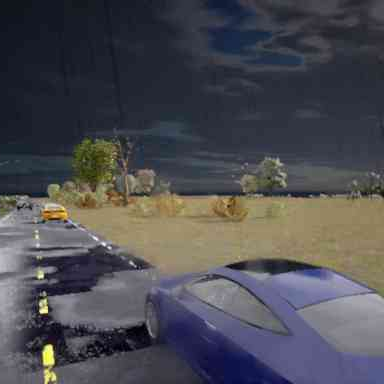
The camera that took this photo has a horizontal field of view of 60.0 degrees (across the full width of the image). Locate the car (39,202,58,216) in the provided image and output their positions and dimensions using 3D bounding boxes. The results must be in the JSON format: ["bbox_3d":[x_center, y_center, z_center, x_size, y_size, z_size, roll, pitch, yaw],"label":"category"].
[{"bbox_3d":[-17.251,1.985,39.864,1.882,1.535,5.008,0,0,-25],"label":"car"}]

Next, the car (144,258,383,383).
[{"bbox_3d":[0.850,1.554,4.074,1.812,1.442,4.674,0,-1,-26],"label":"car"}]

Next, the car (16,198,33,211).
[{"bbox_3d":[-26.793,1.937,53.387,2.150,2.045,5.566,0,-1,-26],"label":"car"}]

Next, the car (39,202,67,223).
[{"bbox_3d":[-12.392,1.852,29.774,1.882,1.535,5.008,0,-1,-25],"label":"car"}]
